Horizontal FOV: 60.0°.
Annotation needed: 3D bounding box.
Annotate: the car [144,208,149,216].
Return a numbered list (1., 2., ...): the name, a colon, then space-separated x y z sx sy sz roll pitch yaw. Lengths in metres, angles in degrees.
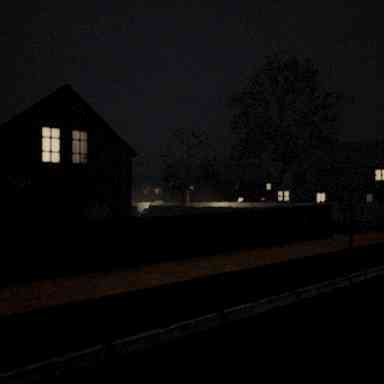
1. car: -3.972 2.288 40.067 1.895 1.301 4.718 0 -1 -35
